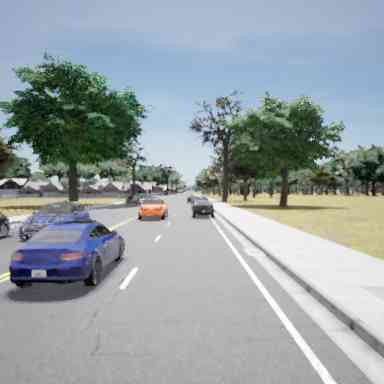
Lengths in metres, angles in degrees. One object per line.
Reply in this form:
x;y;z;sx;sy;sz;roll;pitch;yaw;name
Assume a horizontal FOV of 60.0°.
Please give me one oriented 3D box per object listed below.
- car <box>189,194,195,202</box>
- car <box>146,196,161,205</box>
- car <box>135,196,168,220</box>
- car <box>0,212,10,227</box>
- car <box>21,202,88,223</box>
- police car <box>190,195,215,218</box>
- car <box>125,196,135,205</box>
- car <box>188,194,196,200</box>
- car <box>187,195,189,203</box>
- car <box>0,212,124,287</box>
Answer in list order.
0.963;1.282;45.671;2.097;1.767;4.553;0;0;0;car
-6.563;1.401;57.107;1.882;1.535;5.008;0;0;1;car
-3.155;1.305;27.839;2.097;1.767;4.553;0;0;0;car
-9.852;1.480;14.421;1.837;1.490;4.892;0;0;0;car
-6.603;1.323;16.530;2.097;1.767;4.553;0;0;0;car
0.968;1.375;29.811;1.930;1.638;5.238;0;0;0;police car
-9.820;1.429;55.278;1.837;1.490;4.892;0;0;0;car
-0.020;1.205;83.311;1.882;1.535;5.008;0;0;0;car
-0.015;1.400;64.525;1.882;1.535;5.008;0;0;0;car
-3.150;1.509;9.144;1.812;1.442;4.674;0;0;0;car
